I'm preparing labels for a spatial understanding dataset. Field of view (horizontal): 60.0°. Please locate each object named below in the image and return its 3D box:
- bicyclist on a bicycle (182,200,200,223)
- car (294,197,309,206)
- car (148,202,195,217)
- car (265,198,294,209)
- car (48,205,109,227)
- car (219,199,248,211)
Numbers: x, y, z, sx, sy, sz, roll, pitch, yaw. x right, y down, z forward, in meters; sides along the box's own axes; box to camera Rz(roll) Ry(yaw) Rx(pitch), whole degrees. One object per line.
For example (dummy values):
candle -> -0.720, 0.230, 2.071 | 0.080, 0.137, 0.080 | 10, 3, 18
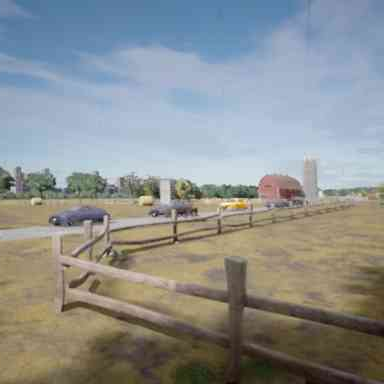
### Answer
bicyclist on a bicycle -> -0.098, 1.397, 24.101 | 1.656, 1.620, 0.582 | 0, 0, 35
car -> 17.621, 1.589, 54.483 | 1.837, 1.490, 4.892 | -2, -2, 35
car -> -1.868, 1.630, 31.943 | 2.033, 1.411, 5.357 | -2, -1, 35
car -> 11.924, 1.583, 46.363 | 2.033, 1.411, 5.357 | -2, -1, 36
car -> -7.873, 1.632, 23.471 | 1.994, 1.385, 4.181 | -2, -1, 36
car -> 5.289, 1.578, 42.003 | 1.882, 1.535, 5.008 | -2, -1, 36
